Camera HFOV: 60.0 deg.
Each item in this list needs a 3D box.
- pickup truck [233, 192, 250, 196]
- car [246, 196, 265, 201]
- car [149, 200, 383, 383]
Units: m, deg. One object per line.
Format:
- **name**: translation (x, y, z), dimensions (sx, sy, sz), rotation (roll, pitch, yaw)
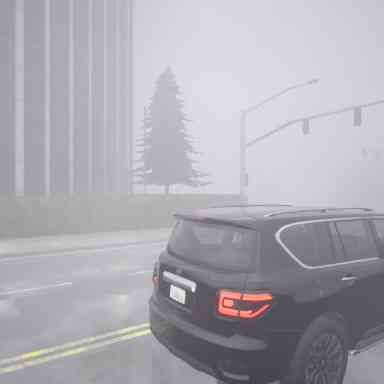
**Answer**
- **pickup truck**: translation (10.249, 1.059, 68.801), dimensions (2.390, 2.098, 6.274), rotation (0, 0, -5)
- **car**: translation (8.537, 1.564, 42.992), dimensions (1.994, 1.385, 4.181), rotation (0, 0, -36)
- **car**: translation (2.047, 1.221, 5.200), dimensions (5.566, 2.045, 2.150), rotation (0, 0, -35)
